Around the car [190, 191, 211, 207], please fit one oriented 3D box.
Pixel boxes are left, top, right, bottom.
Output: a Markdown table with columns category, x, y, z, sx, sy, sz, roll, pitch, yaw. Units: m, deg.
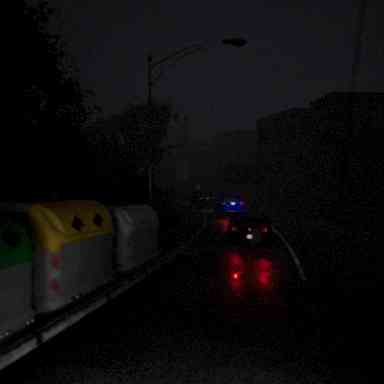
| category | x | y | z | sx | sy | sz | roll | pitch | yaw |
| --- | --- | --- | --- | --- | --- | --- | --- | --- | --- |
| car | 1.288 | 0.810 | 43.676 | 2.150 | 2.045 | 5.566 | -1 | 2 | -14 |

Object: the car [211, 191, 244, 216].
| category | x | y | z | sx | sy | sz | roll | pitch | yaw |
| --- | --- | --- | --- | --- | --- | --- | --- | --- | --- |
| car | 3.322 | 1.082 | 30.431 | 2.150 | 2.045 | 5.566 | 0 | 0 | -2 |

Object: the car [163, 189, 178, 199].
| category | x | y | z | sx | sy | sz | roll | pitch | yaw |
| --- | --- | --- | --- | --- | --- | --- | --- | --- | --- |
| car | -4.039 | 0.162 | 59.356 | 2.097 | 1.767 | 4.553 | -1 | 4 | -21 |

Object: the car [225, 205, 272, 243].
| category | x | y | z | sx | sy | sz | roll | pitch | yaw |
| --- | --- | --- | --- | --- | --- | --- | --- | --- | --- |
| car | 2.747 | 1.558 | 16.023 | 1.895 | 1.301 | 4.718 | 1 | 0 | 9 |
